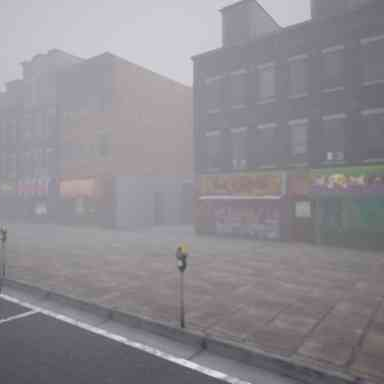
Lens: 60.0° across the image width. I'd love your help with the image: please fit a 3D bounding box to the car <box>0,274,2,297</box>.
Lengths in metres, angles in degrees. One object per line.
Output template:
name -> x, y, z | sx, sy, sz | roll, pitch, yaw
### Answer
car -> -5.822, 1.489, 6.992 | 4.097, 1.590, 1.967 | 0, -1, 36
